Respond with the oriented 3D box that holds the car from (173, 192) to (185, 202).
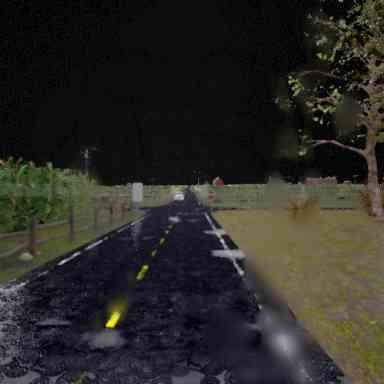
[{"bbox_3d":[-2.750,1.042,71.643,2.150,2.045,5.566,0,0,0],"label":"car"}]
